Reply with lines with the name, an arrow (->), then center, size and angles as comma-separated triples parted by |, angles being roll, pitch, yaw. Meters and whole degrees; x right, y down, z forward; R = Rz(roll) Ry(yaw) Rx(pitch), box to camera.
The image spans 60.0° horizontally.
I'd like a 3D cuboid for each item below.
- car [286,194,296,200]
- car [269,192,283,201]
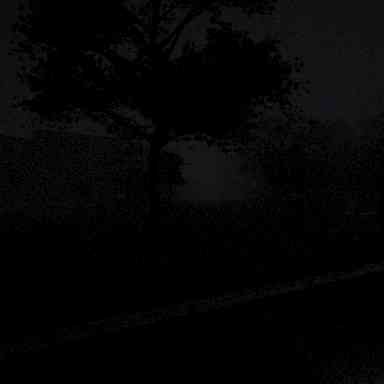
car -> 25.093, 1.348, 85.142 | 1.812, 1.442, 4.674 | 1, 0, 19
car -> 20.149, 1.001, 79.242 | 2.150, 2.045, 5.566 | 0, 0, 4
